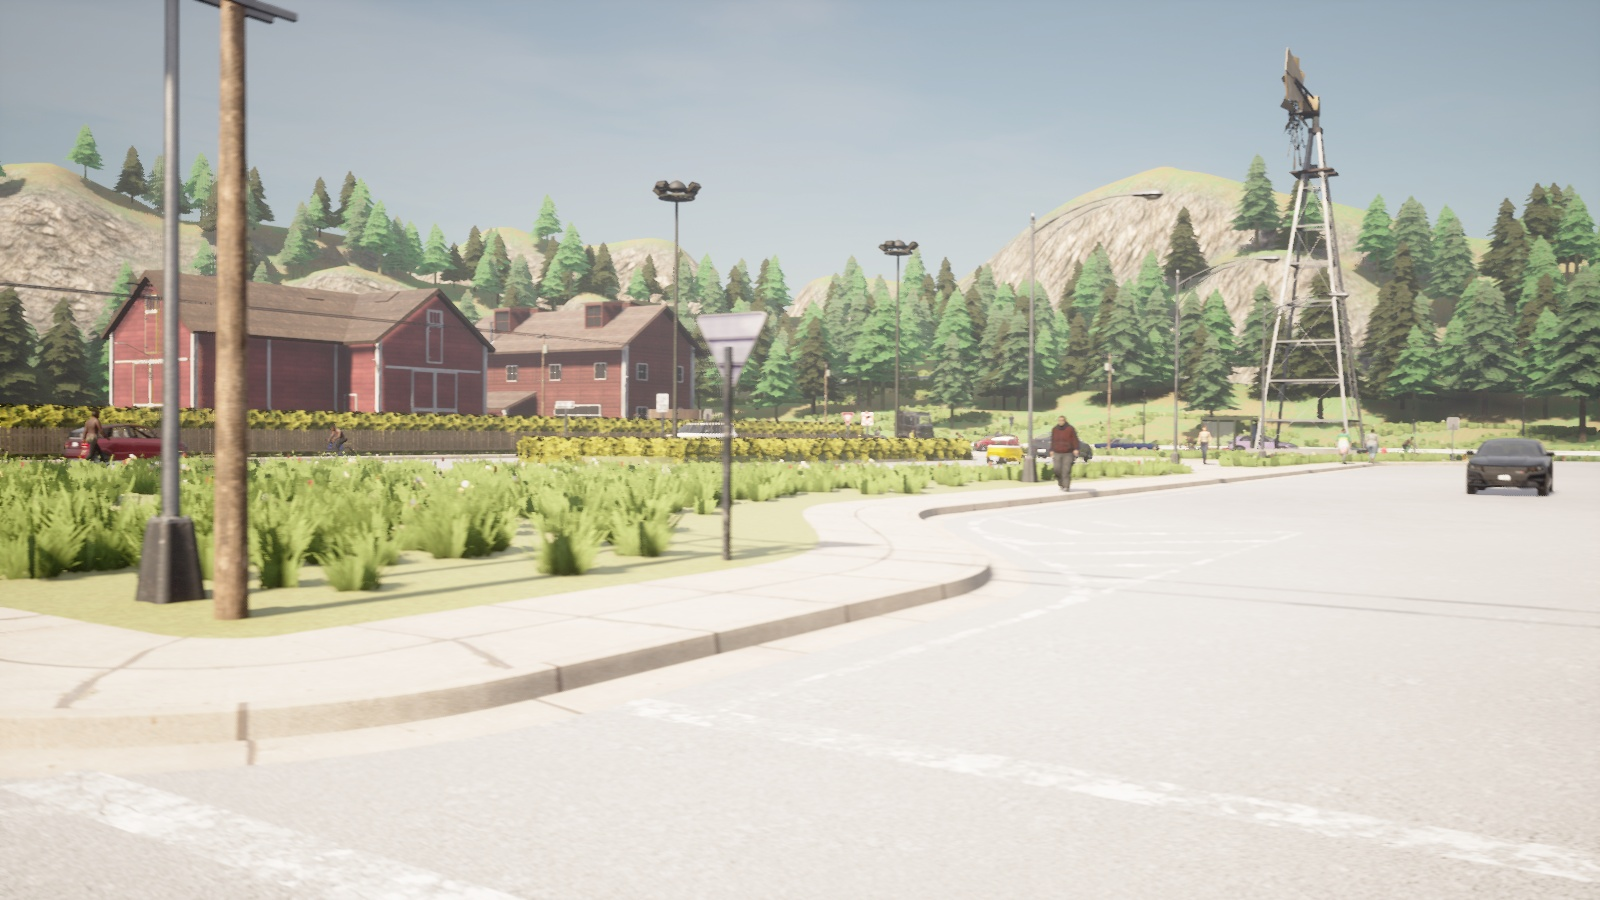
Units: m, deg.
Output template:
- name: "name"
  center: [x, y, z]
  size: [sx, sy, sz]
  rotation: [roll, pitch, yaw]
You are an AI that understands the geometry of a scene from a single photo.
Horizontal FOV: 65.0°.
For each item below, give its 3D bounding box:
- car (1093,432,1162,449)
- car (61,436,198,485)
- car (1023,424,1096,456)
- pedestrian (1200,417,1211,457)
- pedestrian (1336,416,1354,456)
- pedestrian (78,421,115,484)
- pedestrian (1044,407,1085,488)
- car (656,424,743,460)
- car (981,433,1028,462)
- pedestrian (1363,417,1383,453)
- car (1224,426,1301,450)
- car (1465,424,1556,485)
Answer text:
- name: "car"
  center: [24.973, -0.710, 95.827]
  size: [4.718, 1.301, 1.895]
  rotation: [0, 1, 32]
- name: "car"
  center: [-22.780, 0.323, 42.760]
  size: [1.789, 1.549, 3.705]
  rotation: [0, 1, 36]
- name: "car"
  center: [13.855, -0.535, 66.912]
  size: [2.152, 1.651, 5.027]
  rotation: [0, 1, 33]
- name: "pedestrian"
  center: [18.745, -0.586, 58.081]
  size: [0.345, 1.836, 0.594]
  rotation: [0, 1, 34]
- name: "pedestrian"
  center: [26.972, -0.709, 62.170]
  size: [0.659, 1.952, 0.873]
  rotation: [0, 1, 33]
- name: "pedestrian"
  center: [-20.368, 0.066, 36.354]
  size: [0.328, 1.805, 0.869]
  rotation: [0, 1, 29]
- name: "pedestrian"
  center: [6.089, -0.065, 28.862]
  size: [0.634, 1.844, 0.899]
  rotation: [0, 1, 32]
- name: "car"
  center: [-5.896, -0.526, 74.606]
  size: [2.150, 2.045, 5.566]
  rotation: [0, 1, 33]
- name: "car"
  center: [9.899, -0.140, 60.814]
  size: [1.481, 1.376, 2.207]
  rotation: [0, 1, 33]
- name: "pedestrian"
  center: [29.793, -0.777, 65.300]
  size: [0.874, 1.855, 0.900]
  rotation: [0, 1, 32]
- name: "car"
  center: [33.239, -0.876, 90.229]
  size: [4.856, 1.649, 2.033]
  rotation: [0, 1, 34]
- name: "car"
  center: [19.384, 0.067, 34.156]
  size: [1.882, 1.535, 5.008]
  rotation: [0, 1, 33]
